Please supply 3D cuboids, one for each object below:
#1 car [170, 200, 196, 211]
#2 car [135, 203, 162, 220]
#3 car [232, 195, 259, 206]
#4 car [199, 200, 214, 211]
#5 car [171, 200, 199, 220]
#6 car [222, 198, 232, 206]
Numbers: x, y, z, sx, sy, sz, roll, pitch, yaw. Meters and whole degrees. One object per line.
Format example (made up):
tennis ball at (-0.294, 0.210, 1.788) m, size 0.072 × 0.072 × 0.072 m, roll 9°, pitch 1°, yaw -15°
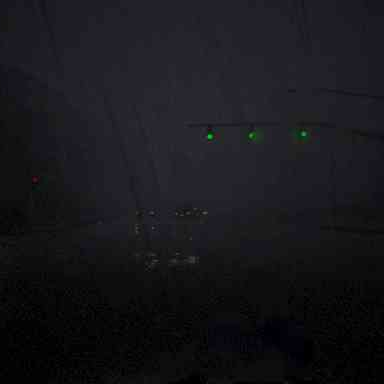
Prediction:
car at (-1.267, 1.938, 48.311) m, size 2.033 × 1.411 × 5.357 m, roll -1°, pitch -1°, yaw 19°
car at (-4.097, 1.823, 31.828) m, size 1.812 × 1.442 × 4.674 m, roll -1°, pitch 0°, yaw 5°
car at (10.441, 1.686, 62.237) m, size 2.150 × 2.045 × 5.566 m, roll -1°, pitch -1°, yaw 40°
car at (1.690, 1.814, 45.939) m, size 1.882 × 1.535 × 5.008 m, roll -1°, pitch 0°, yaw 18°
car at (-0.674, 1.750, 30.692) m, size 1.837 × 1.490 × 4.892 m, roll -1°, pitch 0°, yaw 5°
car at (7.796, 1.969, 64.523) m, size 1.837 × 1.490 × 4.892 m, roll -1°, pitch -1°, yaw 40°
